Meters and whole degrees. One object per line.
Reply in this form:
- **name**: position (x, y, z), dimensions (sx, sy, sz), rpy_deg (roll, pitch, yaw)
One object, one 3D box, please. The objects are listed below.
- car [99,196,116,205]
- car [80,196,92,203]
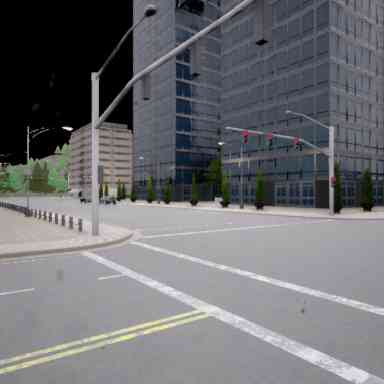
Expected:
- **car**: position (-14.656, 1.449, 57.203), dimensions (1.837, 1.490, 4.892), rpy_deg (0, 0, -35)
- **car**: position (-20.624, 1.492, 65.715), dimensions (2.033, 1.411, 5.357), rpy_deg (0, 0, -33)
